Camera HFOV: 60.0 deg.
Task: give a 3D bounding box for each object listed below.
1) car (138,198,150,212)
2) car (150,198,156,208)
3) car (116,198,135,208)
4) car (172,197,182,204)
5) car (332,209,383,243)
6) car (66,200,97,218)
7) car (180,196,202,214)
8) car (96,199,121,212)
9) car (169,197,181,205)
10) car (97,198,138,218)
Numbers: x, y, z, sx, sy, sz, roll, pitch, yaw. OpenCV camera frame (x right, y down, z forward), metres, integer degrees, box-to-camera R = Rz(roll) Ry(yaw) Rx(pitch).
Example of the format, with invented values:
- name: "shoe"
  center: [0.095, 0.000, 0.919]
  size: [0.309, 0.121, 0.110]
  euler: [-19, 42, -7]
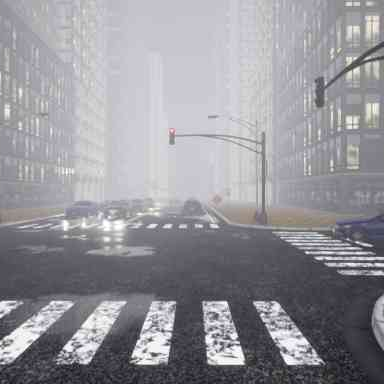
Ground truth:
- name: "car"
  center: [-6.611, 1.521, 39.674]
  size: [1.882, 1.535, 5.008]
  euler: [0, 0, 0]
- name: "car"
  center: [-6.609, 1.594, 49.721]
  size: [1.812, 1.442, 4.674]
  euler: [0, 0, 0]
- name: "car"
  center: [-9.854, 1.631, 49.452]
  size: [1.994, 1.385, 4.181]
  euler: [0, 0, 0]
- name: "car"
  center: [-3.202, 1.703, 70.353]
  size: [1.994, 1.385, 4.181]
  euler: [0, 0, 0]
- name: "car"
  center: [9.008, 1.538, 15.463]
  size: [4.674, 1.442, 1.812]
  euler: [0, 0, 6]
- name: "car"
  center: [-9.863, 1.503, 30.395]
  size: [1.882, 1.535, 5.008]
  euler: [0, 0, 0]
- name: "car"
  center: [0.061, 1.512, 35.230]
  size: [1.882, 1.535, 5.008]
  euler: [0, 0, 0]
- name: "car"
  center: [-9.861, 1.607, 39.528]
  size: [1.994, 1.385, 4.181]
  euler: [0, 0, 0]
- name: "car"
  center: [-3.169, 1.592, 60.025]
  size: [2.128, 1.511, 4.902]
  euler: [0, 0, 0]
- name: "car"
  center: [-6.609, 1.517, 30.147]
  size: [2.128, 1.511, 4.902]
  euler: [0, 0, 0]
